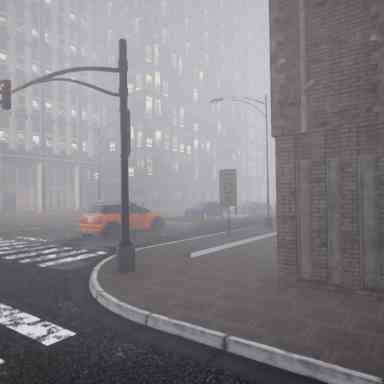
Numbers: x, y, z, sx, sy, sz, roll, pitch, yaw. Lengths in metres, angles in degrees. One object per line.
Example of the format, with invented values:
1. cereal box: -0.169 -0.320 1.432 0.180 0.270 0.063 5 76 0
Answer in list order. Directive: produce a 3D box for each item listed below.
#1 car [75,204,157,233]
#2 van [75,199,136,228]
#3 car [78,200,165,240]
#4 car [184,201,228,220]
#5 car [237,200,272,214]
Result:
1. car: -4.633 1.557 20.983 2.128 1.511 4.902 -1 -1 34
2. van: -6.008 1.459 23.498 1.690 1.788 3.998 -2 -1 36
3. car: -3.489 1.351 17.251 2.097 1.767 4.553 -1 -1 37
4. car: 1.298 1.562 29.228 1.882 1.535 5.008 -1 -1 36
5. car: 7.255 1.706 37.514 1.895 1.301 4.718 -1 -1 36
